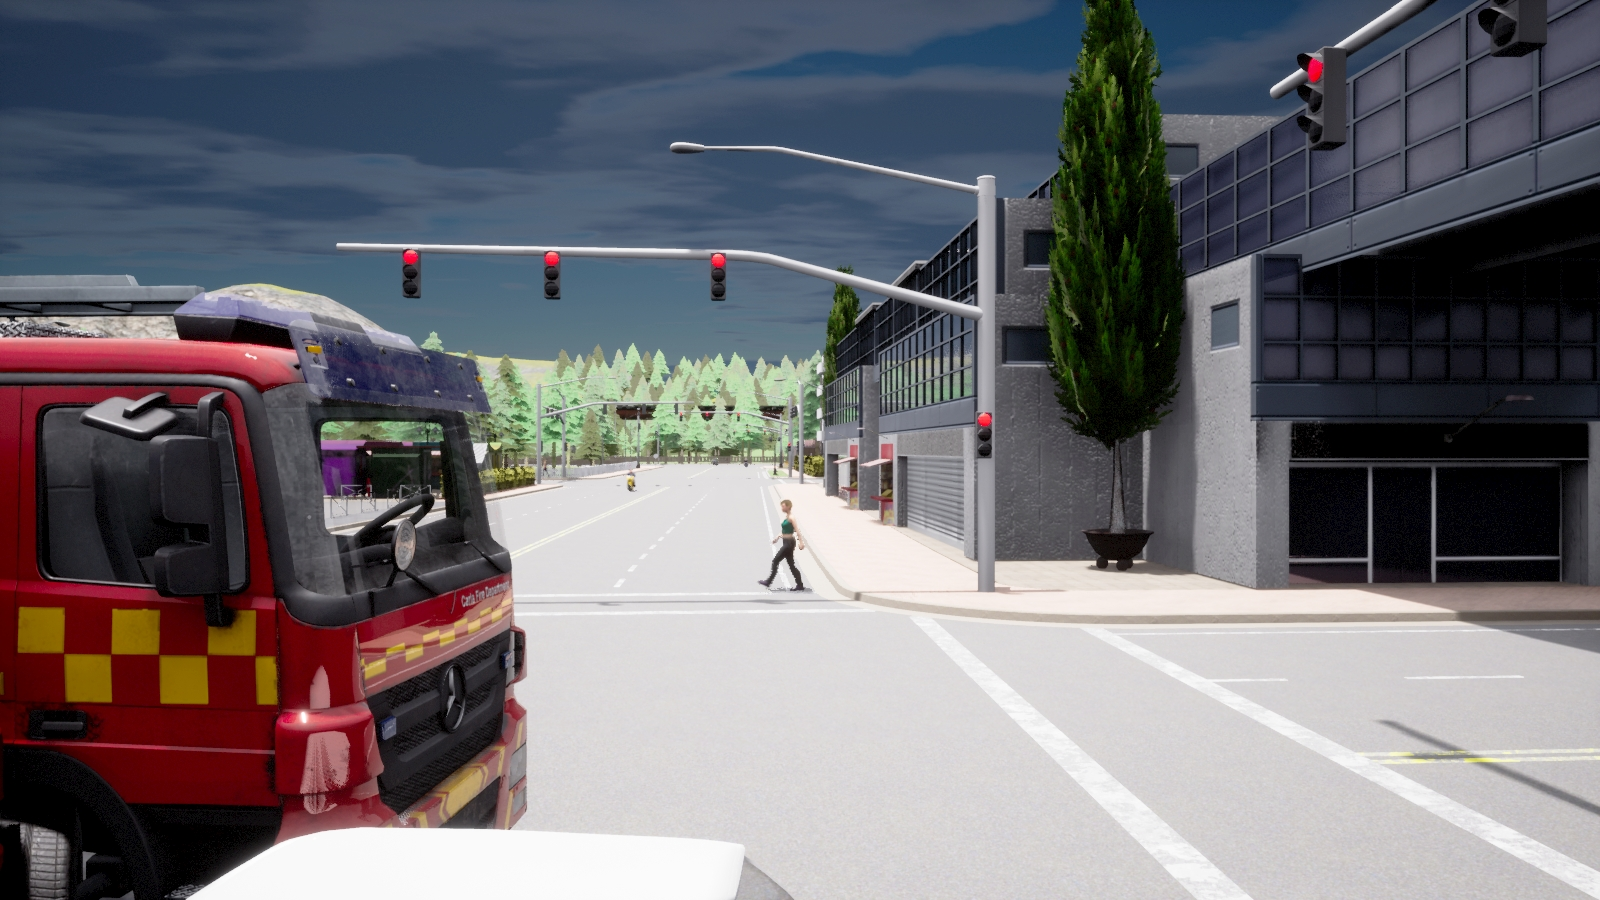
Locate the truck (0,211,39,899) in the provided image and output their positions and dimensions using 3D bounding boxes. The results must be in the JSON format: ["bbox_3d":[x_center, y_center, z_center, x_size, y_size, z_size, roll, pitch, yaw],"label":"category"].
[{"bbox_3d":[-7.587,0.890,3.490,8.468,3.827,2.891,0,0,-3],"label":"truck"}]

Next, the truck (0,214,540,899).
[{"bbox_3d":[-6.102,0.890,6.659,8.468,3.827,2.891,0,0,4],"label":"truck"}]

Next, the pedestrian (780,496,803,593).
[{"bbox_3d":[-0.165,1.848,22.406,0.375,1.860,0.375,0,0,-11],"label":"pedestrian"}]

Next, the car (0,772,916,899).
[{"bbox_3d":[-1.549,2.065,3.579,3.806,1.475,1.970,0,0,5],"label":"car"}]
